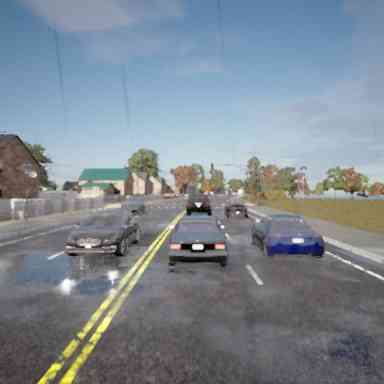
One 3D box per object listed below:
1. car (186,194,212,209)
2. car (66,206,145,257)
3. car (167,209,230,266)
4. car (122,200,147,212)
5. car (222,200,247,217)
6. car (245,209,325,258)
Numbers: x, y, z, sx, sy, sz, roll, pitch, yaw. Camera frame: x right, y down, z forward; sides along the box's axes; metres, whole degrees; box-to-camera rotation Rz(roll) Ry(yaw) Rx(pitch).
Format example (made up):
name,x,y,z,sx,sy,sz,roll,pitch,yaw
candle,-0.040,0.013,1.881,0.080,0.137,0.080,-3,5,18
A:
name,x,y,z,sx,sy,sz,roll,pitch,yaw
car,0.623,1.181,29.516,2.150,2.045,5.566,0,0,2
car,-3.234,1.487,12.920,1.837,1.490,4.892,0,0,1
car,0.193,1.529,11.482,2.033,1.411,5.357,0,0,1
car,-5.903,1.507,33.985,2.033,1.411,5.357,0,0,2
car,3.899,1.463,30.138,1.837,1.490,4.892,0,0,2
car,3.471,1.544,12.778,1.994,1.385,4.181,0,0,1
